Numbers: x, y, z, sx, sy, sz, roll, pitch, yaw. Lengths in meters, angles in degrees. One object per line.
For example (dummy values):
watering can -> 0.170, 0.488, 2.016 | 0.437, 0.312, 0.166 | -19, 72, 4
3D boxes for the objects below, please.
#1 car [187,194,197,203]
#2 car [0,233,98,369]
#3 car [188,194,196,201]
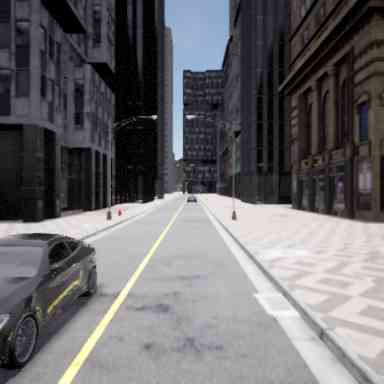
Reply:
car -> -0.014, 1.385, 65.054 | 1.994, 1.385, 4.181 | 0, 0, 0
car -> -3.028, 1.522, 5.857 | 1.812, 1.442, 4.674 | 0, 1, 0
car -> -0.017, 1.194, 75.088 | 1.895, 1.301, 4.718 | 0, 0, 0
